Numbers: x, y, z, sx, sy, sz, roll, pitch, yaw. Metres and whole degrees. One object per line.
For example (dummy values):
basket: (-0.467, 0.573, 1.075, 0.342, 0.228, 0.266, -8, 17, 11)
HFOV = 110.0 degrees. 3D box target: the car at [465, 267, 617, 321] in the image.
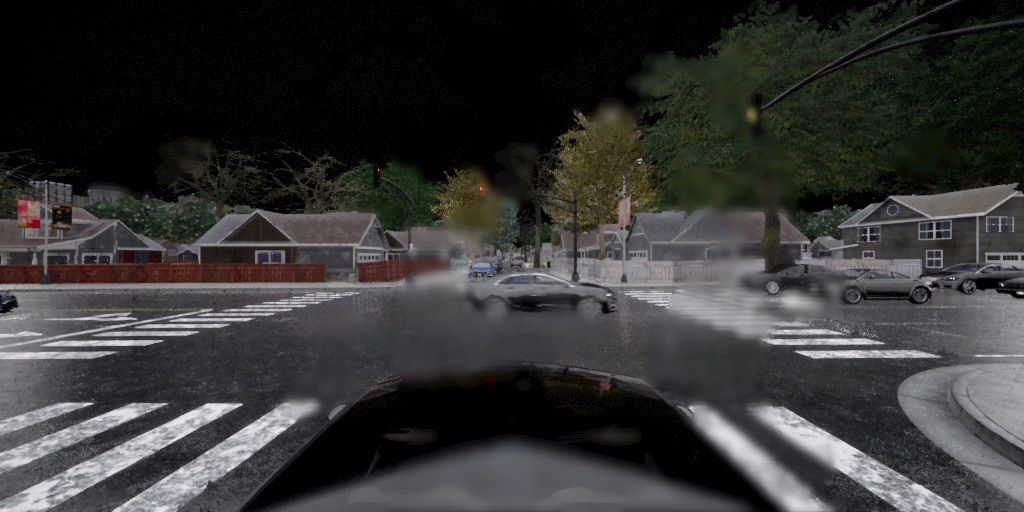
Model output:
car: (0.921, 1.228, 11.855, 4.902, 1.511, 2.128, 0, 0, 1)

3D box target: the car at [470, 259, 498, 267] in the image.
car: (-2.595, 1.242, 31.422, 1.882, 1.535, 5.008, 0, 0, 1)

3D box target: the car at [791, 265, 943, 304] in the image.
car: (14.716, 1.217, 15.082, 4.181, 1.385, 1.994, 0, 0, 1)

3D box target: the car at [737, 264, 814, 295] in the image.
car: (14.262, 1.159, 18.330, 4.892, 1.490, 1.837, 0, 0, 2)

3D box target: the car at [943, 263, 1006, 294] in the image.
car: (23.592, 1.093, 18.193, 4.902, 1.511, 2.128, 0, 0, 1)

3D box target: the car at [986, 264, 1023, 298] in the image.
car: (23.953, 1.149, 14.935, 5.357, 1.411, 2.033, 0, 0, 1)

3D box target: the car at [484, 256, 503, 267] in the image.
car: (-2.401, 0.994, 41.658, 2.150, 2.045, 5.566, 0, 0, 1)

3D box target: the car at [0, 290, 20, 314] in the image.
car: (-19.777, 1.424, 12.181, 4.181, 1.385, 1.994, 0, 0, 1)
